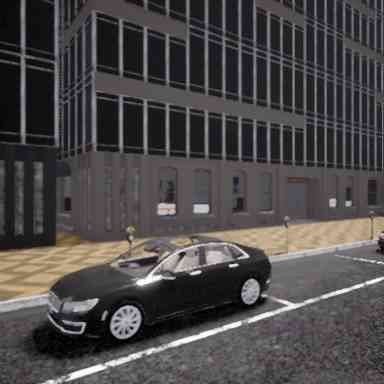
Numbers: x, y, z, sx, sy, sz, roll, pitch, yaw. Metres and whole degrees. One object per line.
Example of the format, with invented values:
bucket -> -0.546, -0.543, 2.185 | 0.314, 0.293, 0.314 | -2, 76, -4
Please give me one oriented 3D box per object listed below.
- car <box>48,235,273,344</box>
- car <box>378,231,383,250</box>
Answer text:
car -> -0.353, 1.550, 6.310 | 4.403, 1.369, 2.008 | 0, 0, -36
car -> 8.913, 1.579, 12.924 | 4.206, 1.307, 1.802 | 0, 0, -36
